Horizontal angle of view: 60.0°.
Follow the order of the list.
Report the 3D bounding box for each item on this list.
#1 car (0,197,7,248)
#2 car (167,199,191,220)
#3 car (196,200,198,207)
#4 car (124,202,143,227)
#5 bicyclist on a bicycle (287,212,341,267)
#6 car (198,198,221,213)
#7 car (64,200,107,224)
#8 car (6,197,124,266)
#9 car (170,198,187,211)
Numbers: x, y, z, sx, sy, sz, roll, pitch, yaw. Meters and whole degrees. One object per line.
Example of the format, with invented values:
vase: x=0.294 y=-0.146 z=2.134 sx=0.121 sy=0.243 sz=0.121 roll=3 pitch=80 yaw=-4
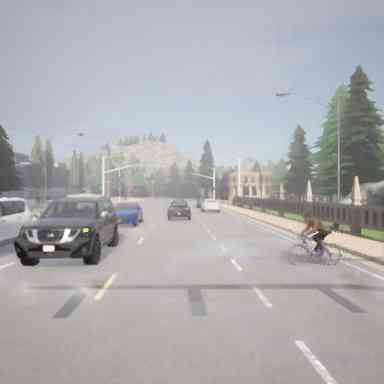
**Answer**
car: x=-7.553 y=1.221 z=11.588 sx=2.150 sy=2.045 sz=5.566 roll=0 pitch=0 yaw=-3
car: x=-1.079 y=1.486 z=28.083 sx=2.128 sy=1.511 sz=4.902 roll=0 pitch=0 yaw=-2
car: x=1.602 y=1.538 z=46.767 sx=2.033 sy=1.411 sz=5.357 roll=0 pitch=0 yaw=-3
car: x=-4.551 y=1.473 z=23.071 sx=1.882 sy=1.535 sz=5.008 roll=0 pitch=0 yaw=-2
bicyclist on a bicycle: x=3.668 y=1.441 z=10.003 sx=1.656 sy=1.620 sz=0.582 roll=-1 pitch=0 yaw=-3
car: x=2.017 y=1.518 z=37.190 sx=1.812 sy=1.442 sz=4.674 roll=0 pitch=0 yaw=-3
car: x=-8.180 y=1.472 z=26.049 sx=1.882 sy=1.535 sz=5.008 roll=0 pitch=0 yaw=-2
car: x=-4.066 y=1.222 z=11.925 sx=2.150 sy=2.045 sz=5.566 roll=0 pitch=0 yaw=-3
car: x=-1.717 y=1.539 z=42.471 sx=2.033 sy=1.411 sz=5.357 roll=0 pitch=0 yaw=-3
